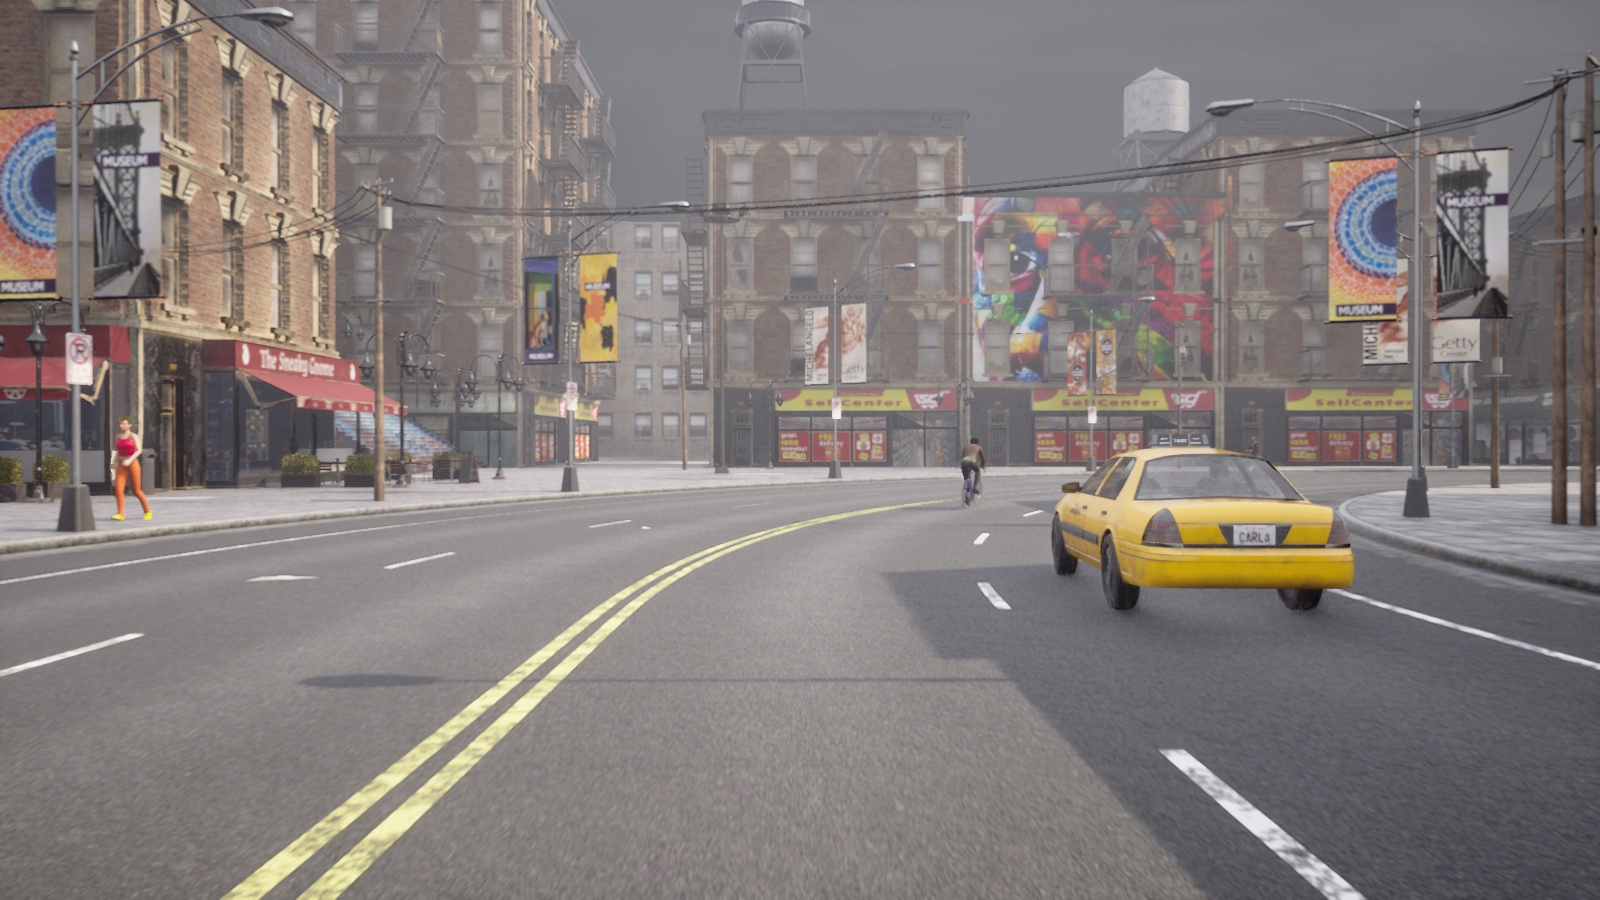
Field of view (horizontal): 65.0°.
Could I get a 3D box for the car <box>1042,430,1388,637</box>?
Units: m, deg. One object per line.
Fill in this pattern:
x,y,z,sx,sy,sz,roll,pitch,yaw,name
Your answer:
3.679,0.619,12.262,1.801,1.575,5.366,0,0,2,car

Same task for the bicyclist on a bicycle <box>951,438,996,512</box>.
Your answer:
3.937,0.542,28.444,0.582,1.620,1.656,1,0,23,bicyclist on a bicycle

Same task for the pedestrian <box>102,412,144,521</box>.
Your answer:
-11.606,0.272,21.531,0.345,1.836,0.594,0,0,7,pedestrian
